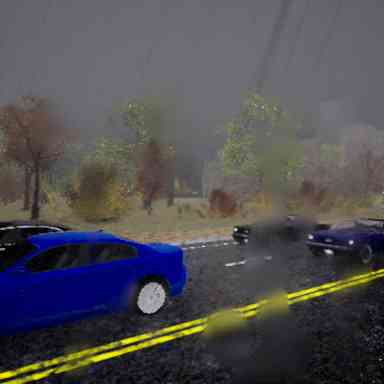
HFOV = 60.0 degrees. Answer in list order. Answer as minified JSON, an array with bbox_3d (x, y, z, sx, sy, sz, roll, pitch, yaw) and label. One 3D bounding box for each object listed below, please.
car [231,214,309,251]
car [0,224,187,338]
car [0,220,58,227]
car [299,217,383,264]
[{"bbox_3d":[3.982,1.647,14.504,4.718,1.301,1.895,0,0,-35],"label":"car"},{"bbox_3d":[-2.435,1.483,5.937,5.008,1.535,1.882,1,0,-36],"label":"car"},{"bbox_3d":[-4.722,1.510,8.297,4.892,1.490,1.837,1,0,-35],"label":"car"},{"bbox_3d":[6.265,1.650,12.139,4.718,1.301,1.895,0,0,-35],"label":"car"}]
